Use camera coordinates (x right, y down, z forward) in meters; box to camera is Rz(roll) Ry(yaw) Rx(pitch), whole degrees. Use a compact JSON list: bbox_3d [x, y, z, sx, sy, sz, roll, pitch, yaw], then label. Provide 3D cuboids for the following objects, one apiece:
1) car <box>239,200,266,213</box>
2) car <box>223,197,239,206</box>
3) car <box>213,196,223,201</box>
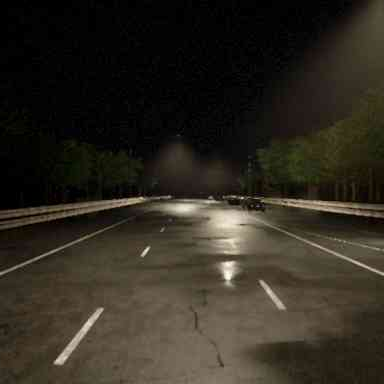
[{"bbox_3d":[6.996,1.561,37.785,2.033,1.411,5.357,0,0,0],"label":"car"},{"bbox_3d":[7.004,1.519,56.811,2.128,1.511,4.902,0,0,0],"label":"car"},{"bbox_3d":[7.106,1.763,86.360,1.994,1.385,4.181,0,-1,0],"label":"car"}]
